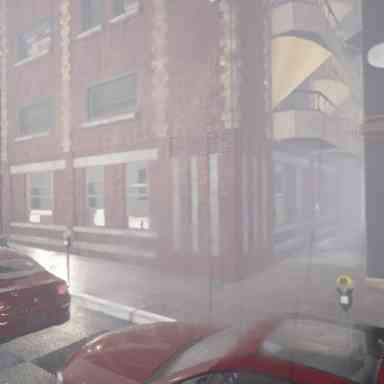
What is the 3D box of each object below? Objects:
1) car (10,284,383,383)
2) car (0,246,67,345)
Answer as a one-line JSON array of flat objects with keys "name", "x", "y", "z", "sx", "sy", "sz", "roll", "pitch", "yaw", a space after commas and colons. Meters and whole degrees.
[{"name": "car", "x": 0.698, "y": 1.584, "z": 2.350, "sx": 4.206, "sy": 1.307, "sz": 1.802, "roll": 0, "pitch": -1, "yaw": 36}, {"name": "car", "x": -3.808, "y": 1.598, "z": 5.772, "sx": 4.206, "sy": 1.307, "sz": 1.802, "roll": 0, "pitch": -1, "yaw": 36}]
